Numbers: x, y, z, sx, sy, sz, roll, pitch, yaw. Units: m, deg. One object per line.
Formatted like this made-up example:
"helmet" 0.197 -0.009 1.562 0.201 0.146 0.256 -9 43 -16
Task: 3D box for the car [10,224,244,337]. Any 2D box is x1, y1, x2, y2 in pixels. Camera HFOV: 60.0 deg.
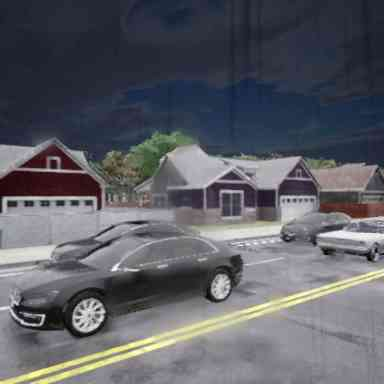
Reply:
"car" -1.031 1.619 6.976 4.892 1.490 1.837 1 -1 -37

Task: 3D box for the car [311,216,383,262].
"car" 6.950 1.778 12.988 4.718 1.301 1.895 0 -1 -37

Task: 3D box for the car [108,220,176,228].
"car" -1.819 1.673 10.449 4.892 1.490 1.837 0 -1 -37

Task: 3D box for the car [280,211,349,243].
"car" 6.436 1.739 16.666 4.892 1.490 1.837 0 -1 -37
